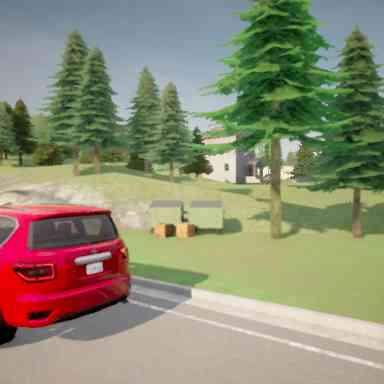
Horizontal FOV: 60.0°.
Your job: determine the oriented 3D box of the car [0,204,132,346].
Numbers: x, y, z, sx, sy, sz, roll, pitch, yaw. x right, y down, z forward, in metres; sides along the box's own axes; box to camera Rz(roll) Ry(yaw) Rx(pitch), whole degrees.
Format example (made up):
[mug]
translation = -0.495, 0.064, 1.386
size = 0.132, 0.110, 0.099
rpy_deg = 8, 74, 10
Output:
[car]
translation = -3.657, 1.264, 6.599
size = 5.566, 2.045, 2.150
rpy_deg = 0, 0, 35
